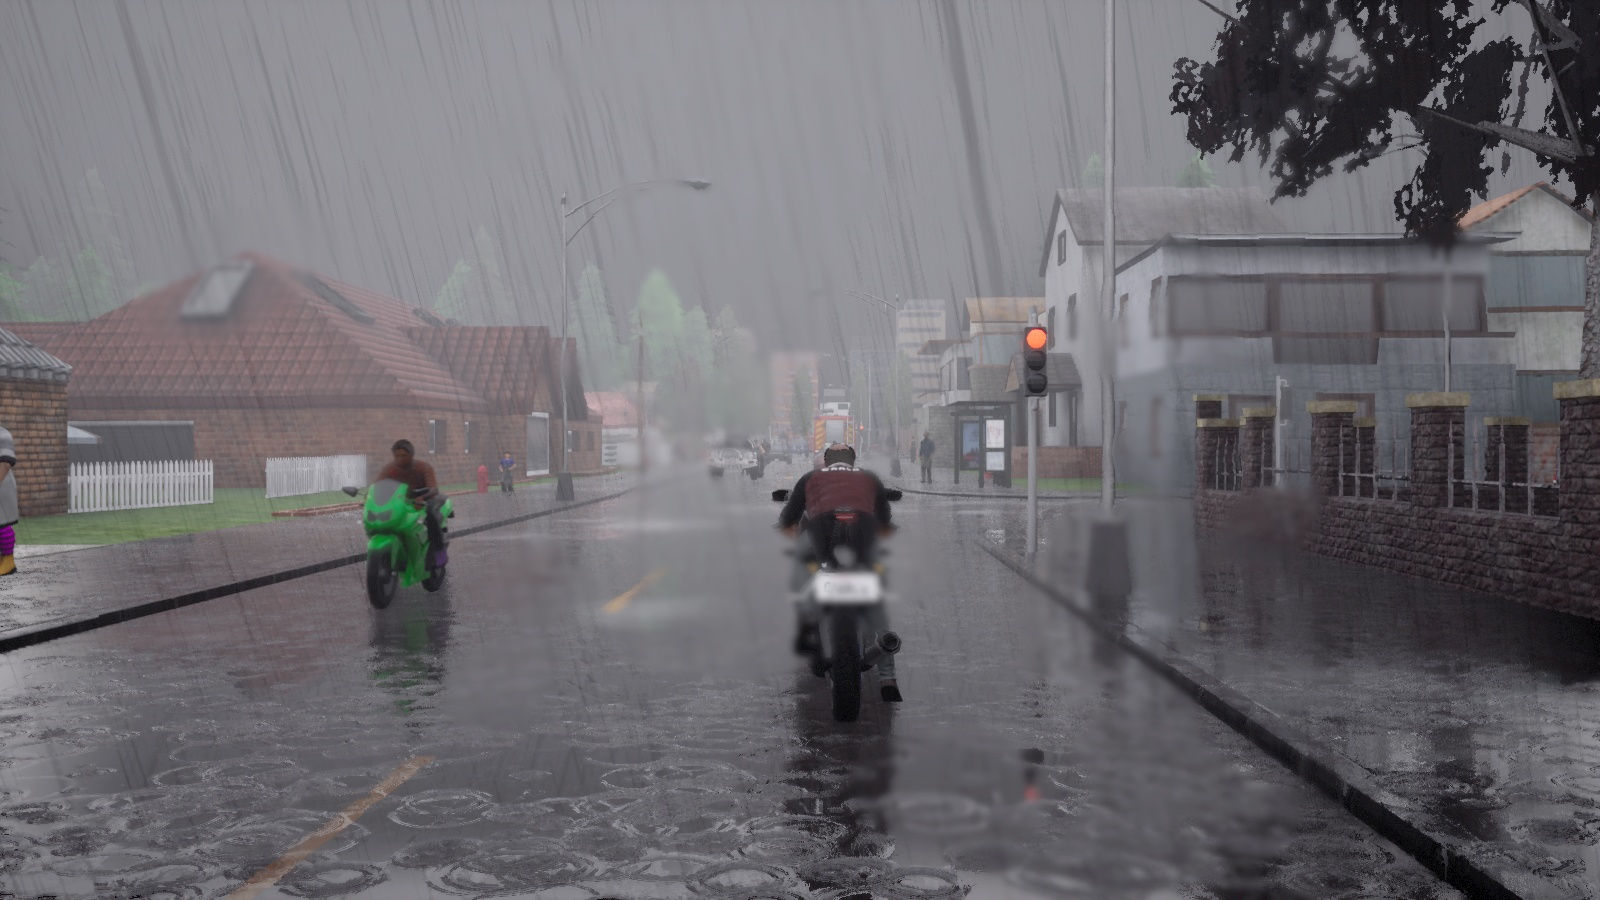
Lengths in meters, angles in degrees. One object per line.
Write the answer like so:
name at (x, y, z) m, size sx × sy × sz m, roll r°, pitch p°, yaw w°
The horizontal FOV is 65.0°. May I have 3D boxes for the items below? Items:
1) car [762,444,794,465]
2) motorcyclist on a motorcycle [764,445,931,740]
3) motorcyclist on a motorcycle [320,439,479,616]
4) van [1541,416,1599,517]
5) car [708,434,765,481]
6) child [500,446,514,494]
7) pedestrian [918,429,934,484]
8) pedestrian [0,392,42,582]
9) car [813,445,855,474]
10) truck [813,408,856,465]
car at (-1.537, 0.287, 89.665) m, size 2.033 × 1.411 × 5.357 m, roll 0°, pitch 0°, yaw 2°
motorcyclist on a motorcycle at (0.244, 0.739, 7.623) m, size 0.866 × 1.530 × 2.191 m, roll 0°, pitch 0°, yaw 0°
motorcyclist on a motorcycle at (-3.700, 0.659, 11.793) m, size 0.797 × 1.523 × 2.044 m, roll 0°, pitch 0°, yaw 1°
van at (18.371, 0.336, 26.301) m, size 4.480 × 2.038 × 2.069 m, roll 0°, pitch 0°, yaw -1°
car at (-2.569, 0.268, 52.005) m, size 1.932 × 1.855 × 4.605 m, roll 0°, pitch 0°, yaw 2°
child at (-7.872, 0.535, 33.781) m, size 0.270 × 1.263 × 0.437 m, roll 0°, pitch 0°, yaw 0°
pedestrian at (4.273, 0.219, 42.561) m, size 0.402 × 1.842 × 0.726 m, roll 0°, pitch 0°, yaw 20°
pedestrian at (-8.507, 0.376, 13.040) m, size 0.659 × 1.952 × 0.873 m, roll 0°, pitch 0°, yaw 15°
car at (1.705, 0.458, 62.477) m, size 1.994 × 1.385 × 4.181 m, roll 0°, pitch 0°, yaw 2°
truck at (2.443, -0.918, 88.847) m, size 2.891 × 3.827 × 8.468 m, roll 0°, pitch 0°, yaw 1°
